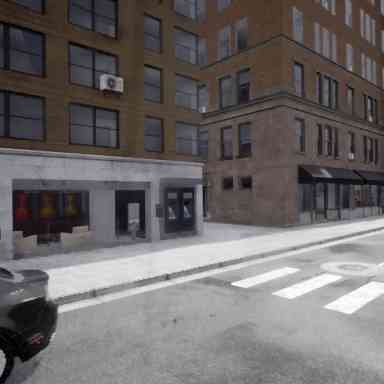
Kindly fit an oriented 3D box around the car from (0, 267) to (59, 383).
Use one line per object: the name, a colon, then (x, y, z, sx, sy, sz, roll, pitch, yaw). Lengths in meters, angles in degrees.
car: (-3.950, 1.566, 3.358, 4.892, 1.490, 1.837, -1, -1, -42)
